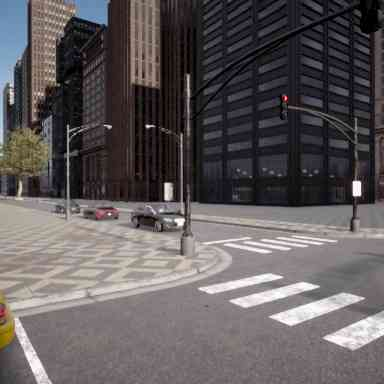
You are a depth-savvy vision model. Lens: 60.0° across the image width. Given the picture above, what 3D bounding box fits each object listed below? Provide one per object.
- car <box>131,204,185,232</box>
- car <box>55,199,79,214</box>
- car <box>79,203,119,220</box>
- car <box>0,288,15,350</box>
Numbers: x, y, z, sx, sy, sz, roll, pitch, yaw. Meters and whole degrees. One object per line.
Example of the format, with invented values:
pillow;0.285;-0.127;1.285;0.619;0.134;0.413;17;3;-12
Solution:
car;-2.079;1.534;20.561;2.128;1.511;4.902;0;0;-36
car;-13.850;1.596;36.934;1.837;1.490;4.892;0;0;-36
car;-7.830;1.630;28.560;1.994;1.385;4.181;0;0;-35
car;-4.573;1.525;3.388;4.829;1.417;1.752;0;0;-36
